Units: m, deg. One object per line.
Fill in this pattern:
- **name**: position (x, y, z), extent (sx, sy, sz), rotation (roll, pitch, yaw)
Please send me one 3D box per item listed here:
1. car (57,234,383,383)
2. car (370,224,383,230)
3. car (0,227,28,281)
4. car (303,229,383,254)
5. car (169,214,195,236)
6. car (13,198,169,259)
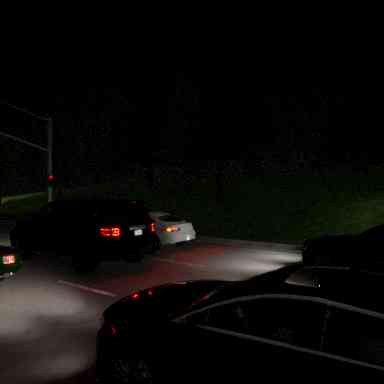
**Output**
- **car**: position (1.110, 1.492, 3.199), extent (4.902, 1.511, 2.128), rotation (0, 0, 35)
- **car**: position (5.328, 1.526, 8.769), extent (4.674, 1.442, 1.812), rotation (0, 0, 35)
- **car**: position (-6.433, 1.601, 8.532), extent (4.718, 1.301, 1.895), rotation (0, 0, 36)
- **car**: position (4.704, 1.547, 4.939), extent (5.357, 1.411, 2.033), rotation (0, 0, 35)
- **car**: position (-2.022, 1.526, 13.983), extent (4.674, 1.442, 1.812), rotation (0, 0, 36)
- **car**: position (-3.668, 1.221, 10.853), extent (5.566, 2.045, 2.150), rotation (0, 0, 36)
